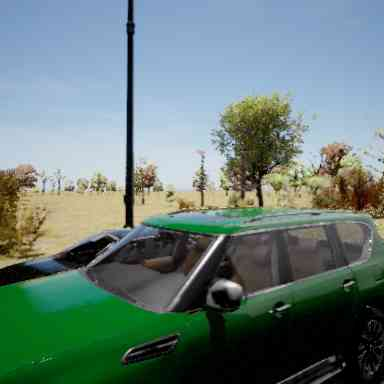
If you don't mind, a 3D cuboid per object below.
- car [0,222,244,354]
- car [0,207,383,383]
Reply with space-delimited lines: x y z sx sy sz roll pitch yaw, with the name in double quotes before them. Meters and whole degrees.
"car" -1.388 1.526 6.678 4.892 1.490 1.837 1 0 -35
"car" 0.263 1.240 3.852 5.566 2.045 2.150 1 0 -36
